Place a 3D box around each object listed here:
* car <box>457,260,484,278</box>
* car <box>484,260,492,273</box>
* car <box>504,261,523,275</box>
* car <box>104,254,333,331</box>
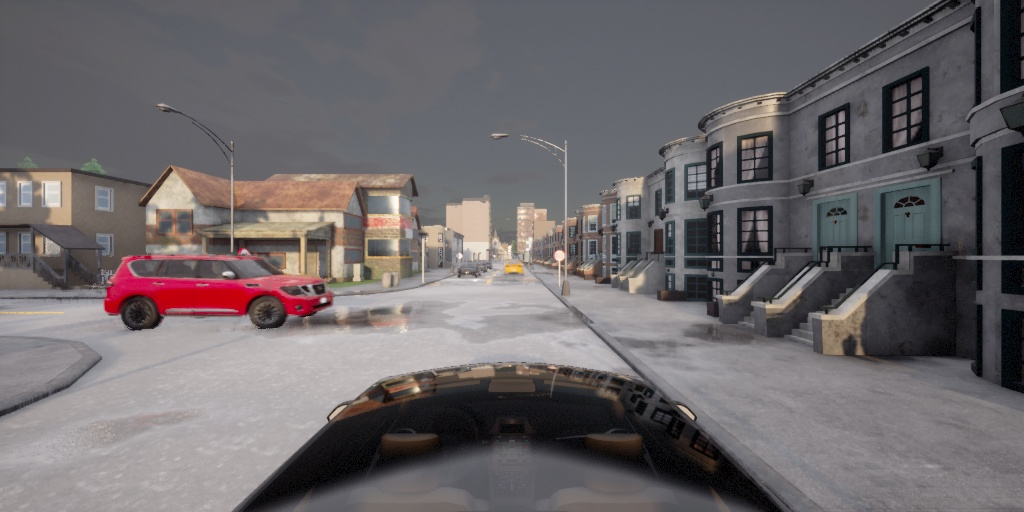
[{"bbox_3d":[-4.025,1.255,34.189,1.837,1.490,4.892,0,0,0],"label":"car"},{"bbox_3d":[-3.993,1.241,43.563,2.128,1.511,4.902,0,0,0],"label":"car"},{"bbox_3d":[0.191,1.227,38.600,1.882,1.535,5.008,0,0,0],"label":"car"},{"bbox_3d":[-8.418,0.971,10.612,5.566,2.045,2.150,0,0,-3],"label":"car"}]
